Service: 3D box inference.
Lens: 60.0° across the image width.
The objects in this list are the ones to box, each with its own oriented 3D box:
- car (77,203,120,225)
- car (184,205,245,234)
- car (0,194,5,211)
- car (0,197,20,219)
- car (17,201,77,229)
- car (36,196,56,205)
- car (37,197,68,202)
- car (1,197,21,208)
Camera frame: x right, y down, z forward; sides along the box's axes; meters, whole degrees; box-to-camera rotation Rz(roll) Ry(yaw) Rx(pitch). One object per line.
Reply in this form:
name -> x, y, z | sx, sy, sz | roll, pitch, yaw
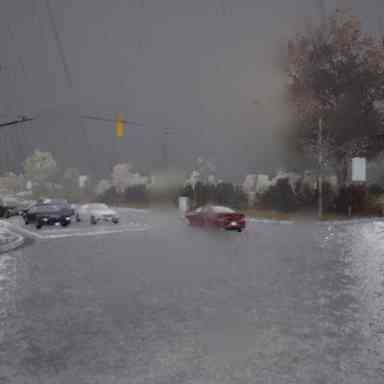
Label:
car -> -6.984, 1.523, 24.272 | 1.812, 1.442, 4.674 | 0, 0, -39
car -> 1.168, 1.472, 19.287 | 1.882, 1.535, 5.008 | 1, 0, -23
car -> -24.621, 1.220, 40.659 | 2.150, 2.045, 5.566 | 0, 1, -39
car -> -15.826, 1.505, 29.671 | 1.837, 1.490, 4.892 | 0, 0, -39
car -> -9.769, 1.547, 22.119 | 2.033, 1.411, 5.357 | 0, 0, -39
car -> -26.280, 1.545, 59.711 | 2.033, 1.411, 5.357 | 0, 0, -38
car -> -12.589, 1.350, 31.231 | 2.097, 1.767, 4.553 | 0, 0, -39
car -> -26.462, 1.526, 48.651 | 1.812, 1.442, 4.674 | 0, 0, -38
